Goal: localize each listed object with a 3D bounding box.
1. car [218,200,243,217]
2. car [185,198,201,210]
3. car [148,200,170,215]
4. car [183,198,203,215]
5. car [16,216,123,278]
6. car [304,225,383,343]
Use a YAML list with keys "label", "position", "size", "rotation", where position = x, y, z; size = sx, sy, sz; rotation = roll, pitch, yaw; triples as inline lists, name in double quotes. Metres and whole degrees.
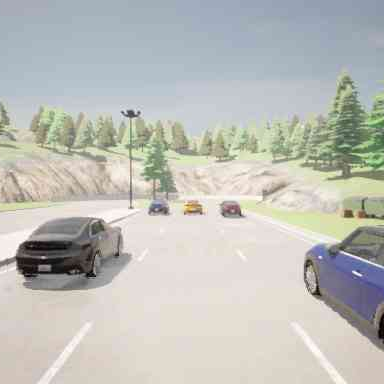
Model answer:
- label: "car"
  position: [3.600, 1.525, 31.561]
  size: [1.812, 1.442, 4.674]
  rotation: [0, 0, 0]
- label: "car"
  position: [0.134, 1.547, 44.158]
  size: [2.033, 1.411, 5.357]
  rotation: [0, 0, 1]
- label: "car"
  position: [-3.400, 1.526, 34.484]
  size: [1.812, 1.442, 4.674]
  rotation: [0, 0, 0]
- label: "car"
  position: [0.096, 1.477, 34.322]
  size: [1.882, 1.535, 5.008]
  rotation: [0, 0, 0]
- label: "car"
  position: [-3.400, 1.504, 10.092]
  size: [1.837, 1.490, 4.892]
  rotation: [0, 0, 0]
- label: "car"
  position: [3.598, 1.353, 5.765]
  size: [2.097, 1.767, 4.553]
  rotation: [0, 0, 0]
